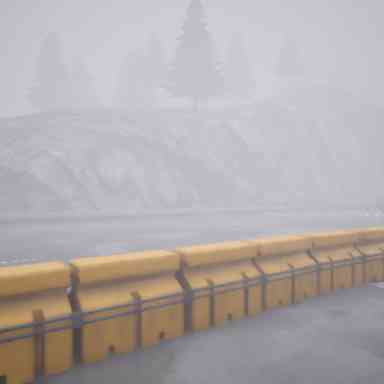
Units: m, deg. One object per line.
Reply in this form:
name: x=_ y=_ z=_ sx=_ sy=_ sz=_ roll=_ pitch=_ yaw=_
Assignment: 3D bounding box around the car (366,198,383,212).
car: x=21.718 y=1.429 z=37.595 sx=4.902 sy=1.511 sz=2.128 roll=0 pitch=0 yaw=-31
